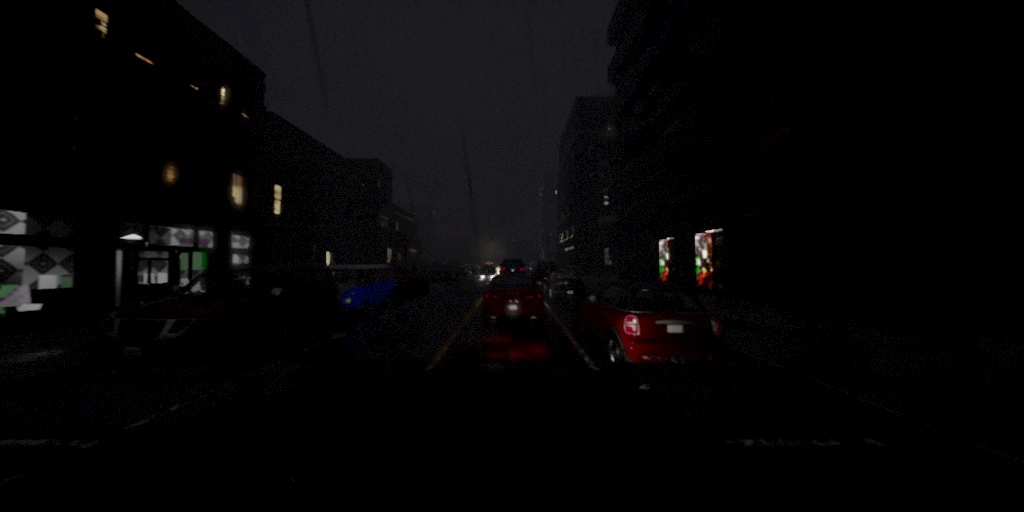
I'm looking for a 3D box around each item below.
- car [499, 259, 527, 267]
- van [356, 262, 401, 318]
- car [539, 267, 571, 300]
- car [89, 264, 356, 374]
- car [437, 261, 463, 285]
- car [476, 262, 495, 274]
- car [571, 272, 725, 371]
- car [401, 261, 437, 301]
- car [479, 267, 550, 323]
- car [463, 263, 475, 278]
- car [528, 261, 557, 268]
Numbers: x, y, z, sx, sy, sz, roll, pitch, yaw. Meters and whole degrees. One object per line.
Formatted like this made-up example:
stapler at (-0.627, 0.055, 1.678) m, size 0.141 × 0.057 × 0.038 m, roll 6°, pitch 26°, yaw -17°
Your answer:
car at (0.076, 1.249, 31.035) m, size 2.150 × 2.045 × 5.566 m, roll 0°, pitch -1°, yaw 0°
van at (-5.693, 1.201, 13.280) m, size 1.690 × 1.789 × 3.998 m, roll 0°, pitch 0°, yaw 0°
car at (2.686, 1.463, 18.683) m, size 2.007 × 1.370 × 4.403 m, roll 0°, pitch 0°, yaw 0°
car at (-5.691, 1.123, 7.874) m, size 2.192 × 1.841 × 5.009 m, roll 0°, pitch 0°, yaw 0°
car at (-5.698, 1.328, 29.501) m, size 2.192 × 1.841 × 5.009 m, roll 0°, pitch 0°, yaw 0°
car at (-3.100, 1.731, 45.753) m, size 1.994 × 1.385 × 4.181 m, roll 0°, pitch -1°, yaw 0°
car at (2.690, 1.249, 7.869) m, size 1.967 × 1.591 × 4.097 m, roll 0°, pitch 0°, yaw 0°
car at (-5.694, 1.226, 18.687) m, size 2.192 × 1.841 × 5.009 m, roll 0°, pitch 0°, yaw 0°
car at (0.060, 1.332, 12.612) m, size 1.882 × 1.535 × 5.008 m, roll 0°, pitch 0°, yaw 0°
car at (-5.701, 1.555, 40.316) m, size 1.967 × 1.591 × 4.097 m, roll 0°, pitch 0°, yaw 0°
car at (2.683, 1.329, 29.497) m, size 2.192 × 1.841 × 5.009 m, roll 0°, pitch 0°, yaw 0°
